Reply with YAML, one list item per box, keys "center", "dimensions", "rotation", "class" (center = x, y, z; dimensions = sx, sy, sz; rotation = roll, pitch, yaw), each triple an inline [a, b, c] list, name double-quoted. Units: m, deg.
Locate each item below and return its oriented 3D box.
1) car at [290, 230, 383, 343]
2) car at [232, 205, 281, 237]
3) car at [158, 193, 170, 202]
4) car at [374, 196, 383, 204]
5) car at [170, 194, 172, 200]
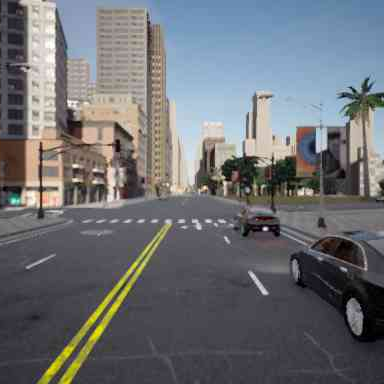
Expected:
- center: [3.352, 1.497, 6.405]
  dimensions: [1.837, 1.490, 4.892]
  rotation: [0, 0, 0]
  class: "car"
- center: [3.375, 1.490, 18.002]
  dimensions: [1.837, 1.490, 4.892]
  rotation: [0, 0, -2]
  class: "car"
- center: [-6.581, 1.408, 75.175]
  dimensions: [1.812, 1.442, 4.674]
  rotation: [0, 0, 0]
  class: "car"
- center: [32.345, 1.219, 54.352]
  dimensions: [5.357, 1.411, 2.033]
  rotation: [-1, 0, -23]
  class: "car"
- center: [-6.575, 1.200, 91.501]
  dimensions: [2.097, 1.767, 4.553]
  rotation: [0, 0, 0]
  class: "car"
